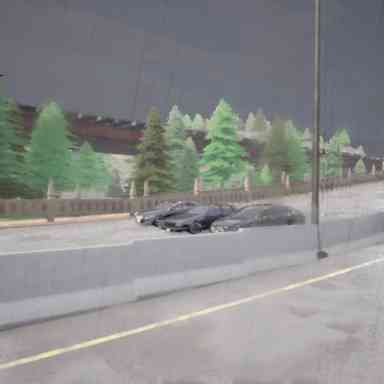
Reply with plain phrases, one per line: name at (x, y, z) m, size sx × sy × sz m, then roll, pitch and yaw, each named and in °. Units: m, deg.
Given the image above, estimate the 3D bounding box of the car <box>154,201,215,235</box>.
car at (1.005, 1.336, 17.609) m, size 5.357 × 1.411 × 2.033 m, roll -3°, pitch 2°, yaw -35°

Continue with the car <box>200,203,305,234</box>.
car at (2.971, 1.299, 14.711) m, size 4.892 × 1.490 × 1.837 m, roll -3°, pitch 2°, yaw -35°

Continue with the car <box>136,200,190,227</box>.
car at (-1.073, 1.283, 20.426) m, size 4.902 × 1.511 × 2.128 m, roll -3°, pitch 2°, yaw -35°
